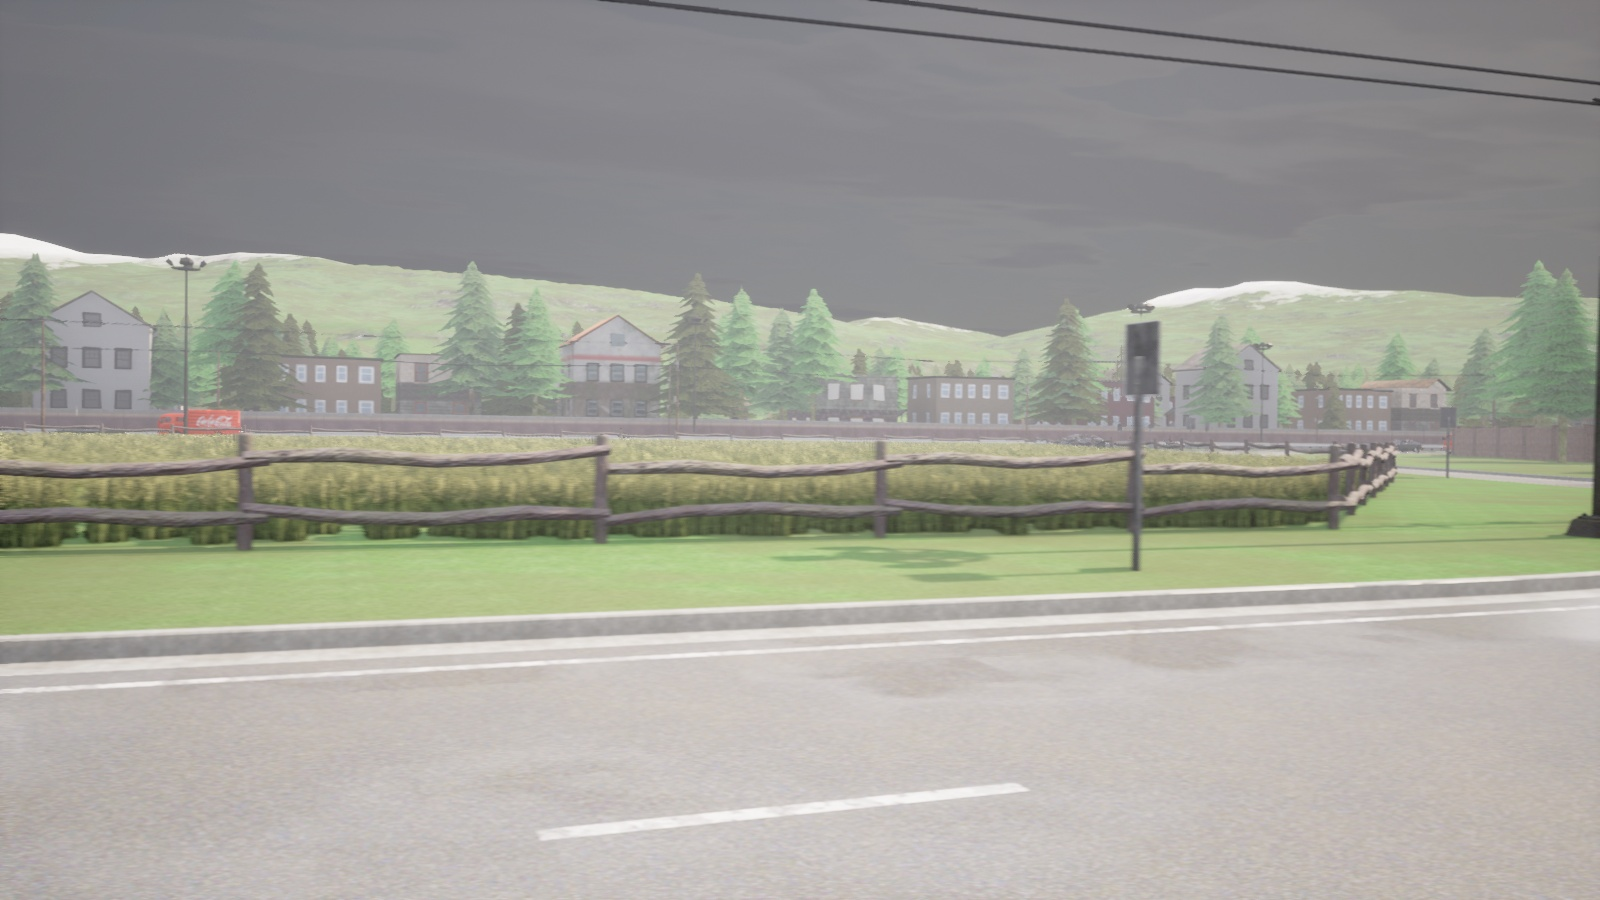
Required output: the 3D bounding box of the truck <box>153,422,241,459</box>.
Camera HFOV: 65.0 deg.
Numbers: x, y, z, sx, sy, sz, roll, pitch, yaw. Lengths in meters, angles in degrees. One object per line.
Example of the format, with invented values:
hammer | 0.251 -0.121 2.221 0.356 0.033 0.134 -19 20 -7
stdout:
truck | -41.660 -0.672 86.936 5.204 2.467 2.627 -1 1 -21
